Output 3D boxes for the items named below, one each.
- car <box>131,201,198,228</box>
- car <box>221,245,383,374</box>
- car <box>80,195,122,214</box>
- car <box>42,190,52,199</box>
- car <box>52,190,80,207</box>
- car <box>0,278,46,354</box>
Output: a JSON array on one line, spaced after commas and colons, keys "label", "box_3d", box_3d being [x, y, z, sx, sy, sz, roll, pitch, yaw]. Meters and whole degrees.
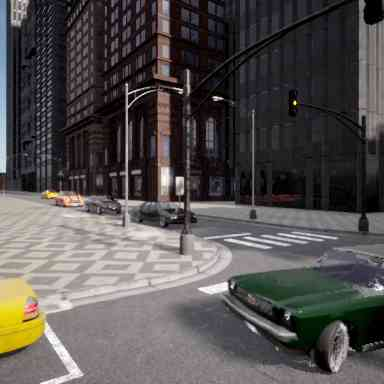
[{"label": "car", "box_3d": [-1.873, 1.236, 20.263, 2.033, 1.411, 5.357, 0, 1, -36]}, {"label": "car", "box_3d": [2.904, 1.611, 5.468, 4.718, 1.301, 1.895, 0, 0, -21]}, {"label": "car", "box_3d": [-7.585, 1.012, 28.209, 1.837, 1.490, 4.892, 0, 1, -36]}, {"label": "car", "box_3d": [-24.387, 0.421, 57.045, 1.882, 1.535, 5.008, 0, 1, -35]}, {"label": "car", "box_3d": [-13.431, 0.680, 36.347, 2.097, 1.767, 4.553, 0, 1, -35]}, {"label": "car", "box_3d": [-4.267, 1.525, 3.606, 4.829, 1.417, 1.752, 0, 0, -35]}]
